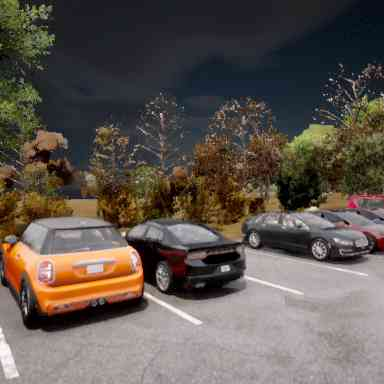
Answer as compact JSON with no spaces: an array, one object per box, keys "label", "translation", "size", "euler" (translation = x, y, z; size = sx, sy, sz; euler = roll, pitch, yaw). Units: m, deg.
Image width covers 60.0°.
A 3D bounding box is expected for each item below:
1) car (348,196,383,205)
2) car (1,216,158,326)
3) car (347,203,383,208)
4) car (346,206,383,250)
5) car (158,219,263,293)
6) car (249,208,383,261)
[{"label":"car","translation":[10.784,1.220,17.252],"size":[2.435,2.045,5.566],"euler":[0,0,-35]},{"label":"car","translation":[-2.908,1.350,7.486],"size":[2.185,1.767,4.553],"euler":[0,0,-35]},{"label":"car","translation":[8.486,1.502,15.612],"size":[2.163,1.488,4.792],"euler":[0,0,-35]},{"label":"car","translation":[6.187,1.502,13.972],"size":[2.163,1.488,4.792],"euler":[0,0,-35]},{"label":"car","translation":[-0.725,1.474,9.075],"size":[2.097,1.535,5.008],"euler":[0,0,-36]},{"label":"car","translation":[3.968,1.474,12.435],"size":[2.231,1.521,4.892],"euler":[0,0,-35]}]
